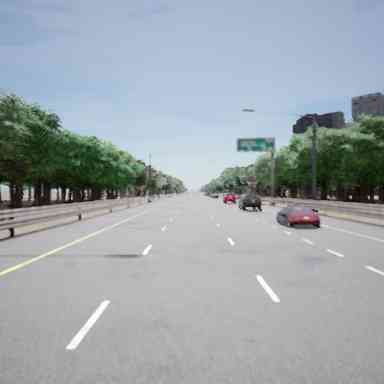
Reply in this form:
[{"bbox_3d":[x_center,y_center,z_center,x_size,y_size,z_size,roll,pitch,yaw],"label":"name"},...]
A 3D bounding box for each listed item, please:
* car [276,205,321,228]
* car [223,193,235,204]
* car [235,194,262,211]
[{"bbox_3d":[7.034,1.566,22.402,1.994,1.385,4.181,0,0,0],"label":"car"},{"bbox_3d":[7.219,1.183,64.583,2.150,2.045,5.566,0,0,0],"label":"car"},{"bbox_3d":[7.104,1.207,41.066,2.150,2.045,5.566,0,0,0],"label":"car"}]
